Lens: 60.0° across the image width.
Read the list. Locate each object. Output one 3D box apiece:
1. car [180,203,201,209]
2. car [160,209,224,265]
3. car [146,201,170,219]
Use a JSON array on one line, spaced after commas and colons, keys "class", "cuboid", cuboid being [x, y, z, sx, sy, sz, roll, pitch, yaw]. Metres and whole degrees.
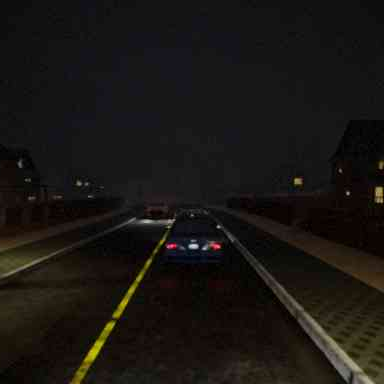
[{"class": "car", "cuboid": [-0.098, 1.648, 29.073, 1.895, 1.301, 4.718, 0, 0, -2]}, {"class": "car", "cuboid": [0.060, 1.560, 11.752, 2.033, 1.411, 5.357, 0, 0, 0]}, {"class": "car", "cuboid": [-3.062, 1.529, 30.098, 1.882, 1.535, 5.008, 0, 0, -2]}]
